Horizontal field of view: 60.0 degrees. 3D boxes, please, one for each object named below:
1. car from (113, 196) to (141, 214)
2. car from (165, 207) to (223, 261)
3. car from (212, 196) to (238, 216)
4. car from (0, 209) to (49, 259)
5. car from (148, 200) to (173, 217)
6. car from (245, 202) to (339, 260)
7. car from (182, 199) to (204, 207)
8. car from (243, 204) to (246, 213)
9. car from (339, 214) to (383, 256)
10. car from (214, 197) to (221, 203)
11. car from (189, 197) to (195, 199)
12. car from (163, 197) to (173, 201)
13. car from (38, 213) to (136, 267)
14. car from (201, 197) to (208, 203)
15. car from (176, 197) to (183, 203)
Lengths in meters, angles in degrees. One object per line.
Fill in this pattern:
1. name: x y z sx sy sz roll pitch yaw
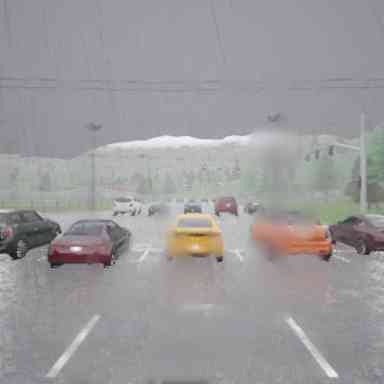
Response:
1. car: -6.901 1.487 35.830 2.150 2.045 5.566 0 0 0
2. car: 0.097 1.573 12.787 1.882 1.535 5.008 0 0 0
3. car: 3.598 1.488 35.885 2.150 2.045 5.566 0 0 0
4. car: -6.903 1.449 13.081 2.097 1.767 4.553 0 -1 0
5. car: -3.401 1.861 35.083 1.895 1.301 4.718 0 0 0
6. car: 3.597 1.448 12.939 2.097 1.767 4.553 0 -1 0
7. car: 0.086 1.805 37.680 1.812 1.442 4.674 0 0 0
8. car: 7.099 1.805 37.670 1.812 1.442 4.674 0 0 0
9. car: 7.097 1.626 13.457 1.812 1.442 4.674 0 0 0
10. car: 7.001 2.201 91.501 1.812 1.442 4.674 0 0 0
11. car: 0.001 2.215 91.308 2.033 1.411 5.357 0 0 0
12. car: -6.999 2.203 91.650 2.128 1.511 4.902 0 0 0
13. car: -3.404 1.653 11.785 1.994 1.385 4.181 0 0 0
14. car: 3.501 2.201 91.500 1.812 1.442 4.674 0 0 0
15. car: -3.499 2.233 91.944 1.994 1.385 4.181 0 0 0
